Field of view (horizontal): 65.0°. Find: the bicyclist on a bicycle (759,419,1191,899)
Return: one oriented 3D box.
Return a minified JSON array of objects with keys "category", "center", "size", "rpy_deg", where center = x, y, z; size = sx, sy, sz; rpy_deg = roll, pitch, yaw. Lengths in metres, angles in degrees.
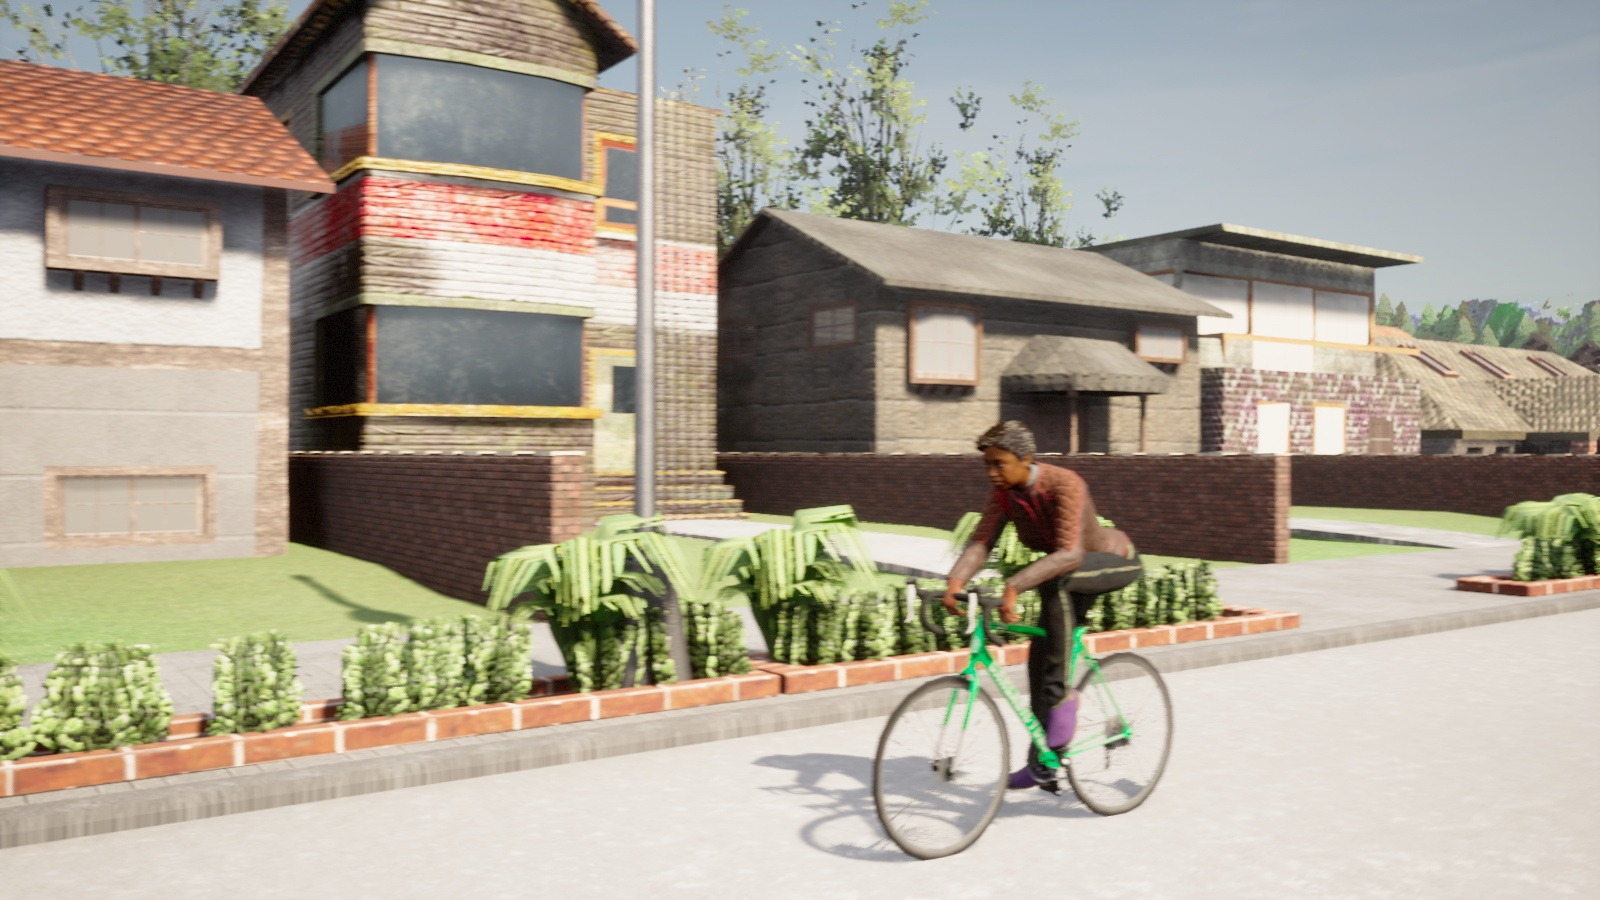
[{"category":"bicyclist on a bicycle","center":[0.703,0.706,4.758],"size":[1.656,1.620,0.582],"rpy_deg":[0,0,-35]}]
